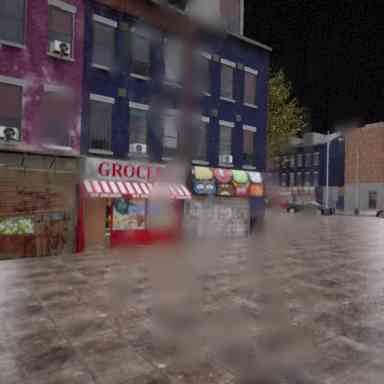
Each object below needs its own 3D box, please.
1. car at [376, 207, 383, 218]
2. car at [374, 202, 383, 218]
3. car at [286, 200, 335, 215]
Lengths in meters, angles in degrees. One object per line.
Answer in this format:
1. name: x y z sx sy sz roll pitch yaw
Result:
1. car: 17.000 1.590 26.356 1.994 1.385 4.181 2 -2 -35
2. car: 18.821 1.633 28.900 1.837 1.490 4.892 2 -2 -35
3. car: 11.910 1.566 33.618 1.882 1.535 5.008 2 -2 -35
